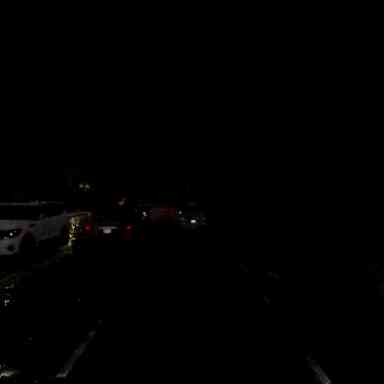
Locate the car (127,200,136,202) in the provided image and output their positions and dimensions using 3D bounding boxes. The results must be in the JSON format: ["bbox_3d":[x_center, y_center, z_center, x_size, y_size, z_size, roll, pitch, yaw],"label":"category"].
[{"bbox_3d":[-9.859,2.091,53.685,1.812,1.442,4.674,0,-1,0],"label":"car"}]

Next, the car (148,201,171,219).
[{"bbox_3d":[-3.173,1.901,33.200,2.033,1.411,5.357,0,-1,0],"label":"car"}]

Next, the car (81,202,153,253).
[{"bbox_3d":[-3.158,1.509,14.524,2.097,1.767,4.553,0,-1,0],"label":"car"}]

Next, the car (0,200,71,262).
[{"bbox_3d":[-6.610,1.363,13.048,2.150,2.045,5.566,0,-1,0],"label":"car"}]

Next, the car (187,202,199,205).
[{"bbox_3d":[0.072,1.944,39.430,1.812,1.442,4.674,0,-1,0],"label":"car"}]

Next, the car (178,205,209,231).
[{"bbox_3d":[0.086,1.804,22.446,1.994,1.385,4.181,0,-1,0],"label":"car"}]
